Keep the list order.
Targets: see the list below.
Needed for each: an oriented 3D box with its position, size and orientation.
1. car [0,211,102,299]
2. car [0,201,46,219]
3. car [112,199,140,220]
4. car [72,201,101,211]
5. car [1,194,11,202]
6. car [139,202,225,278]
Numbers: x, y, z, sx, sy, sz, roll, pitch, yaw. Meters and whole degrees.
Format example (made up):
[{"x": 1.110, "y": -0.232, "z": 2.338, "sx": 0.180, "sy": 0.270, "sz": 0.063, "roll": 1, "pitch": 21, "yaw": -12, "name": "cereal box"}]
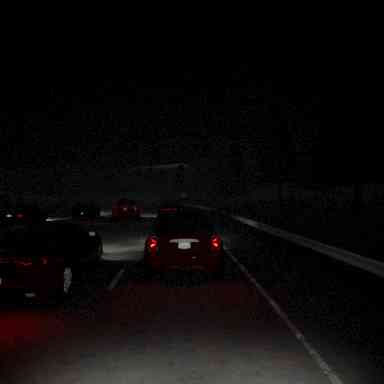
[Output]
[{"x": -3.692, "y": 1.486, "z": 8.563, "sx": 1.882, "sy": 1.535, "sz": 5.008, "roll": 0, "pitch": 0, "yaw": -2, "name": "car"}, {"x": -11.942, "y": 1.574, "z": 23.715, "sx": 2.033, "sy": 1.411, "sz": 5.357, "roll": 0, "pitch": 0, "yaw": -7, "name": "car"}, {"x": -5.545, "y": 1.365, "z": 28.365, "sx": 2.097, "sy": 1.767, "sz": 4.553, "roll": 0, "pitch": 0, "yaw": -8, "name": "car"}, {"x": -9.189, "y": 1.513, "z": 29.190, "sx": 2.128, "sy": 1.511, "sz": 4.902, "roll": 0, "pitch": 0, "yaw": -8, "name": "car"}, {"x": -26.746, "y": 1.284, "z": 45.791, "sx": 2.150, "sy": 2.045, "sz": 5.566, "roll": 0, "pitch": 0, "yaw": -14, "name": "car"}, {"x": -0.295, "y": 1.353, "z": 10.395, "sx": 2.097, "sy": 1.767, "sz": 4.553, "roll": 0, "pitch": 0, "yaw": -3, "name": "car"}]
